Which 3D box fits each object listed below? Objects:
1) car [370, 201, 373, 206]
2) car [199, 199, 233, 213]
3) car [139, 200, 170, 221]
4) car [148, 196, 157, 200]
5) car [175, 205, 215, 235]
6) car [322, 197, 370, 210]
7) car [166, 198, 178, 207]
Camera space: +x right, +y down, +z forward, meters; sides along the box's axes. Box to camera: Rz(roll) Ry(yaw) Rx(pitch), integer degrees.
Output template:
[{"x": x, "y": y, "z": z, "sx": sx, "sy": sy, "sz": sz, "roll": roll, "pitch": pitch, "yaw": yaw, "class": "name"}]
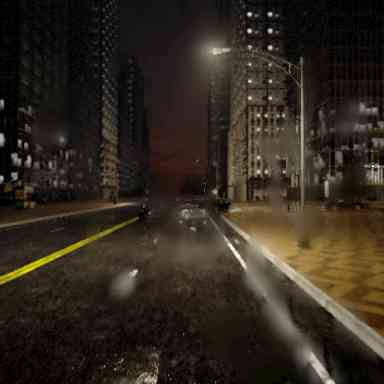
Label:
[{"x": 21.970, "y": 1.424, "z": 45.282, "sx": 4.829, "sy": 1.417, "sz": 1.752, "roll": -1, "pitch": 0, "yaw": -1, "class": "car"}, {"x": 2.752, "y": 1.479, "z": 37.240, "sx": 1.882, "sy": 1.535, "sz": 5.008, "roll": -2, "pitch": 1, "yaw": 36, "class": "car"}, {"x": -3.145, "y": 1.617, "z": 27.422, "sx": 1.994, "sy": 1.385, "sz": 4.181, "roll": 0, "pitch": 0, "yaw": 0, "class": "car"}, {"x": -9.737, "y": 1.758, "z": 82.397, "sx": 1.895, "sy": 1.301, "sz": 4.718, "roll": 0, "pitch": 0, "yaw": 0, "class": "car"}, {"x": 0.098, "y": 1.638, "z": 19.111, "sx": 1.895, "sy": 1.301, "sz": 4.718, "roll": 0, "pitch": 0, "yaw": 0, "class": "car"}, {"x": 16.688, "y": 1.349, "z": 36.835, "sx": 4.403, "sy": 1.369, "sz": 2.008, "roll": -1, "pitch": 0, "yaw": -1, "class": "car"}, {"x": -3.142, "y": 1.664, "z": 49.741, "sx": 2.033, "sy": 1.411, "sz": 5.357, "roll": 0, "pitch": 0, "yaw": 0, "class": "car"}]
